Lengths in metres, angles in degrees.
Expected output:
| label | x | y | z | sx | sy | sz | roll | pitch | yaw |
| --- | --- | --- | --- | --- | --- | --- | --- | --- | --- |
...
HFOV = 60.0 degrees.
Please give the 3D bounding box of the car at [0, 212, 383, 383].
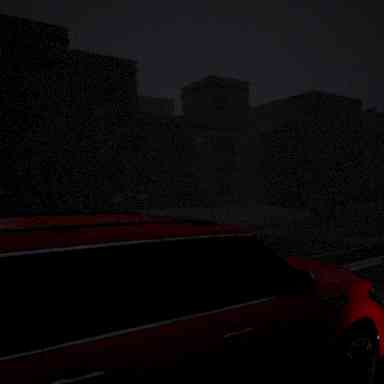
| label | x | y | z | sx | sy | sz | roll | pitch | yaw |
| --- | --- | --- | --- | --- | --- | --- | --- | --- | --- |
| car | -0.355 | 1.221 | 3.186 | 5.566 | 2.045 | 2.150 | 0 | 0 | -36 |
